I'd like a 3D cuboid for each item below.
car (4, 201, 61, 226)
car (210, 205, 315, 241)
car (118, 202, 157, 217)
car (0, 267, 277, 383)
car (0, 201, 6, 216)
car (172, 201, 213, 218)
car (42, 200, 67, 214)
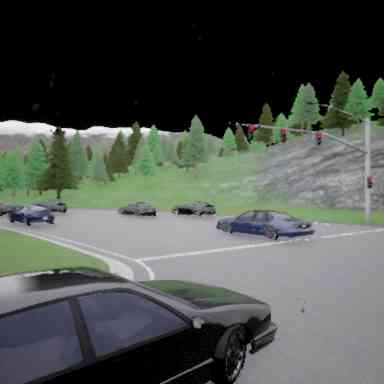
[{"bbox_3d":[-11.566,1.604,23.943,4.674,1.442,1.812,0,0,43],"label":"car"},{"bbox_3d":[3.638,1.640,17.433,2.033,1.411,5.357,0,0,-39],"label":"car"},{"bbox_3d":[-5.390,1.701,32.637,4.181,1.385,1.994,0,0,43],"label":"car"},{"bbox_3d":[-1.320,1.560,3.420,5.357,1.411,2.033,0,0,-43],"label":"car"},{"bbox_3d":[-19.484,1.648,33.711,5.357,1.411,2.033,0,0,26],"label":"car"},{"bbox_3d":[0.125,1.642,32.168,2.128,1.511,4.902,1,0,-45],"label":"car"},{"bbox_3d":[-15.348,1.612,35.247,4.902,1.511,2.128,0,0,31],"label":"car"}]
